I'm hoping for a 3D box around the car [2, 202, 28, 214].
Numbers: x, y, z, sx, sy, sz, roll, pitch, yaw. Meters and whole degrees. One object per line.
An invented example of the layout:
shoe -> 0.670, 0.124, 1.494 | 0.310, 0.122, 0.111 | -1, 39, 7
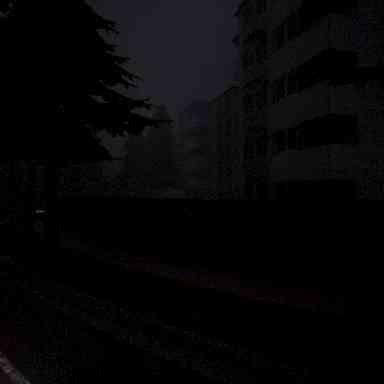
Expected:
car -> -20.004, 1.790, 38.601 | 1.994, 1.385, 4.181 | 0, 0, 2
